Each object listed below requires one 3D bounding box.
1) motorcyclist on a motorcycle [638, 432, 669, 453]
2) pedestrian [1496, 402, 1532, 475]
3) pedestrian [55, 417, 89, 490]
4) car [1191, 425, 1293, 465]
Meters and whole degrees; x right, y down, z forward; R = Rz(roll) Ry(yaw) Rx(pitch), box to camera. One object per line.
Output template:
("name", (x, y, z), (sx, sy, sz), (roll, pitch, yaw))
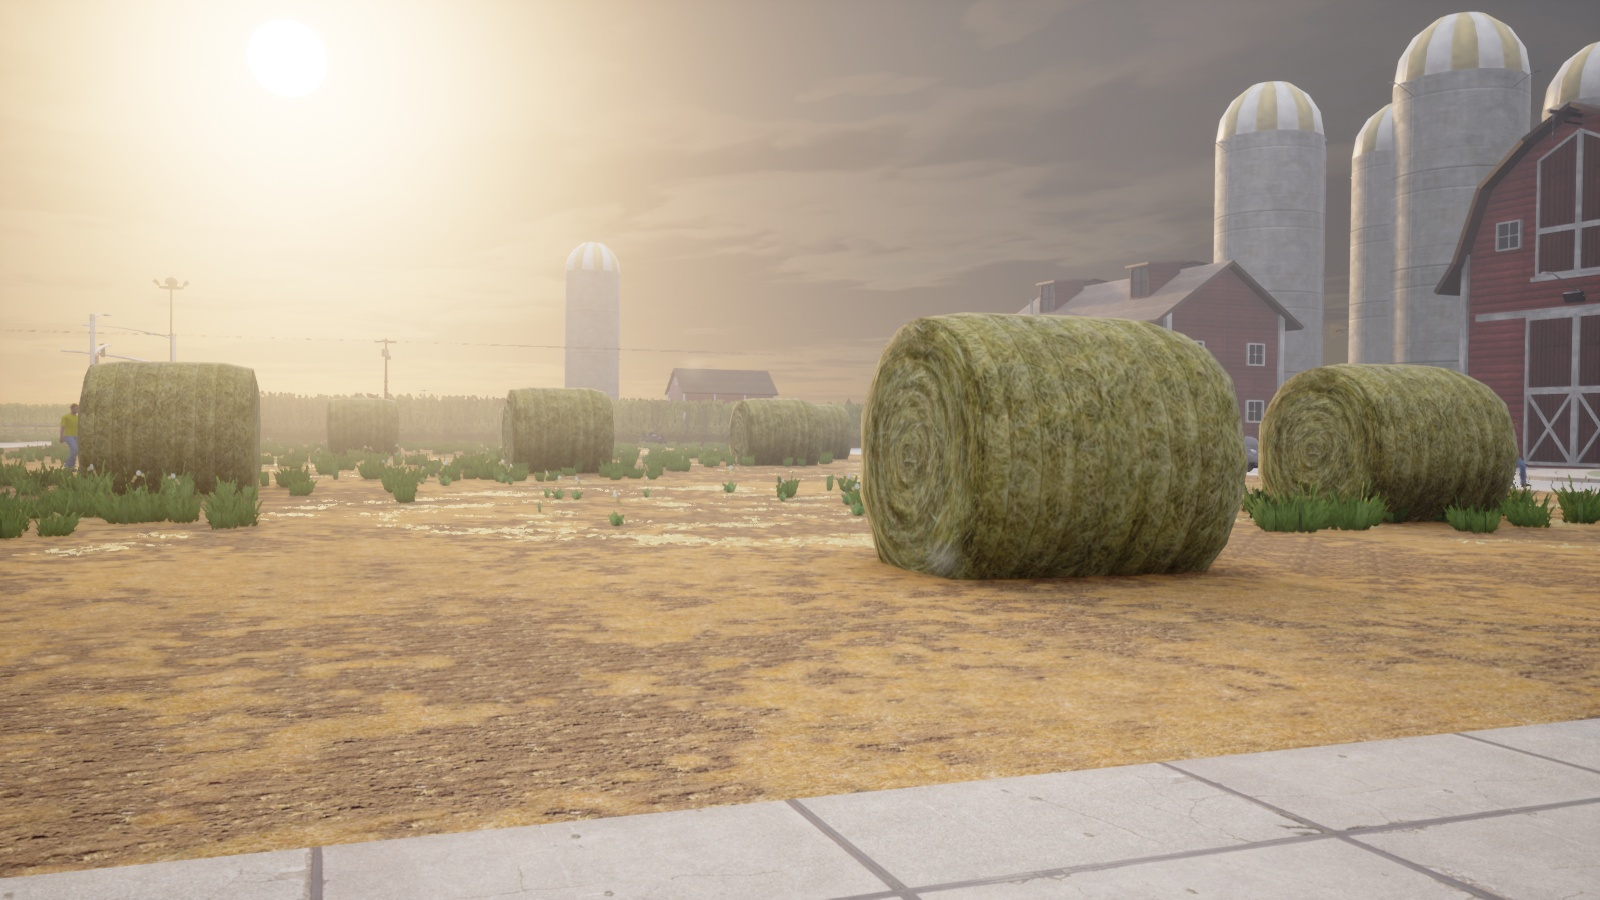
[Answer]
("motorcyclist on a motorcycle", (-11.118, -0.595, 95.539), (2.191, 1.530, 0.866), (-1, 1, -21))
("pedestrian", (18.247, -0.288, 32.099), (0.354, 1.836, 0.706), (-1, 1, -36))
("pedestrian", (-18.498, 0.096, 31.926), (0.706, 1.836, 0.354), (0, 1, 22))
("car", (17.452, -0.222, 49.733), (1.845, 1.501, 3.633), (-2, 1, -22))
